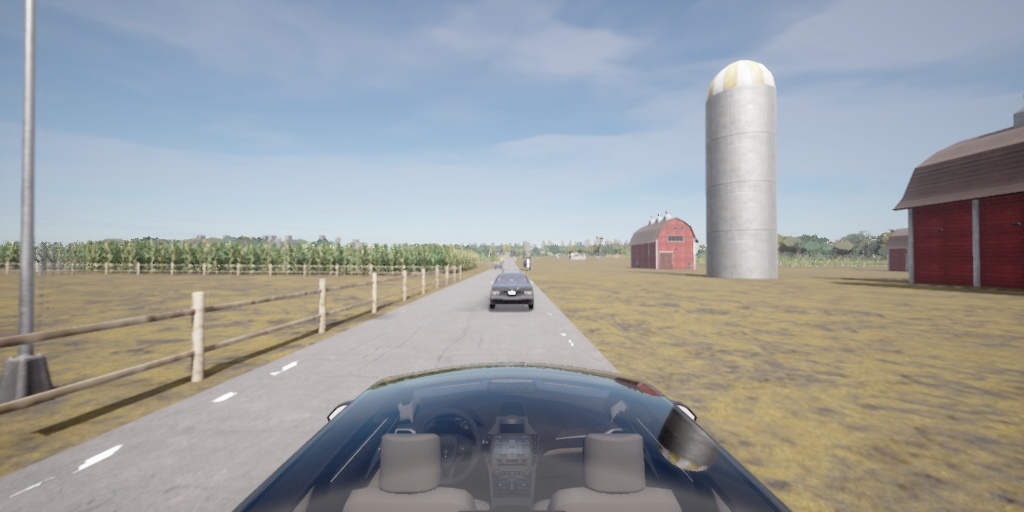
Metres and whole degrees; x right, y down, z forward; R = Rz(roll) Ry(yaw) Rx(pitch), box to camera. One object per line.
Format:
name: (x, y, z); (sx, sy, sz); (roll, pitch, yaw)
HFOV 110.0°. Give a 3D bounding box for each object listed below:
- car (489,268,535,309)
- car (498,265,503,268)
car: (-0.004, 1.441, 15.848); (2.033, 1.411, 5.357); (0, -1, 0)
car: (-0.009, 1.676, 30.964); (1.895, 1.301, 4.718); (0, -1, 0)
